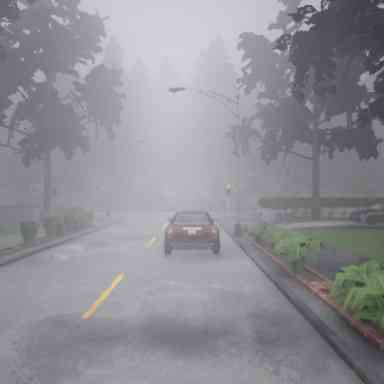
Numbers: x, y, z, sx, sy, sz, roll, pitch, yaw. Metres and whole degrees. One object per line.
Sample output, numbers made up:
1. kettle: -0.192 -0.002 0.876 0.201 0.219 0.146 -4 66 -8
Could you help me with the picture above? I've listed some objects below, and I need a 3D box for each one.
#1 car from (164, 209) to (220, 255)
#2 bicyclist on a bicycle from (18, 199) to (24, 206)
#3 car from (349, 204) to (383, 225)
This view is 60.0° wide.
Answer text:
1. car: 0.008 1.485 14.086 2.097 1.767 4.553 0 -1 0
2. bicyclist on a bicycle: -24.030 1.795 46.888 0.582 1.620 1.656 0 0 0
3. car: 13.096 1.516 22.767 4.181 1.381 1.994 0 -1 0
